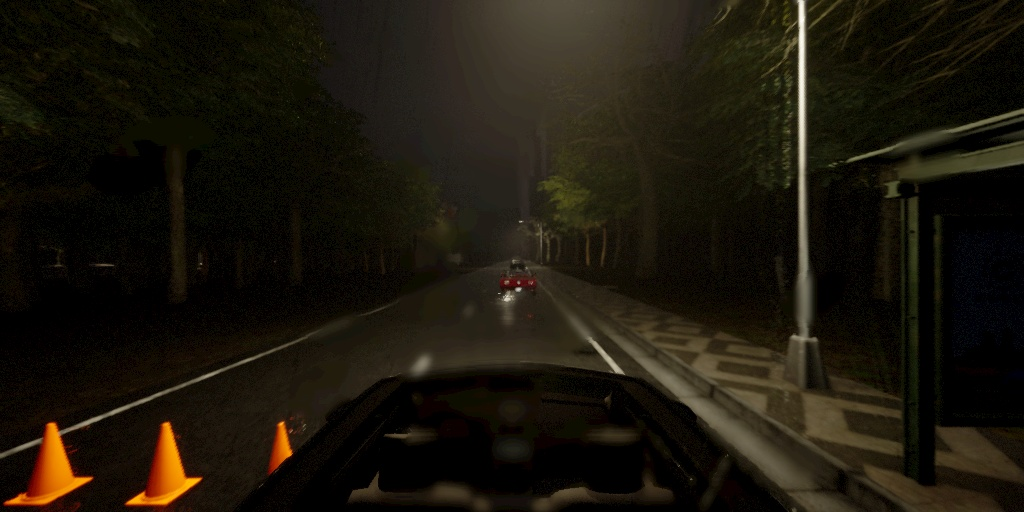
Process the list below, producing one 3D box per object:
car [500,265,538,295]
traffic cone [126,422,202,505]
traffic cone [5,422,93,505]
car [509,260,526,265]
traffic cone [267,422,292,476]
[{"bbox_3d":[0.366,1.355,19.924,1.895,1.301,4.718,0,0,1],"label":"car"},{"bbox_3d":[-2.963,1.727,3.071,0.340,0.580,0.340,0,0,1],"label":"traffic cone"},{"bbox_3d":[-3.963,1.734,3.084,0.340,0.580,0.340,0,0,1],"label":"traffic cone"},{"bbox_3d":[0.713,1.267,46.182,2.128,1.511,4.902,0,0,1],"label":"car"},{"bbox_3d":[-1.963,1.720,3.058,0.340,0.580,0.340,0,0,1],"label":"traffic cone"}]
